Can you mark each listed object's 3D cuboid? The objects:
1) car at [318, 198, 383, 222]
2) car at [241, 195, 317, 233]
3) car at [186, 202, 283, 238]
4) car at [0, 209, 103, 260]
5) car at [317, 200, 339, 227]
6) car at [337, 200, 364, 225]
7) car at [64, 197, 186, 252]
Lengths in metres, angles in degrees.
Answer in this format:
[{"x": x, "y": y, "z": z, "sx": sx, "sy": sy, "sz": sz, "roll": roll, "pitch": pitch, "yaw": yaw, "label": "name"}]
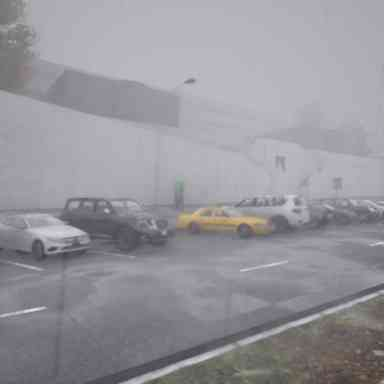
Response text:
[{"x": 11.299, "y": 1.246, "z": 24.662, "sx": 4.553, "sy": 1.767, "sz": 2.185, "roll": -1, "pitch": -1, "yaw": 35, "label": "car"}, {"x": 3.962, "y": 1.202, "z": 19.426, "sx": 5.566, "sy": 2.045, "sz": 2.435, "roll": -1, "pitch": 0, "yaw": 34, "label": "car"}, {"x": 1.696, "y": 1.465, "z": 17.565, "sx": 5.366, "sy": 1.575, "sz": 1.946, "roll": -1, "pitch": -1, "yaw": 34, "label": "car"}, {"x": -5.794, "y": 1.531, "z": 12.441, "sx": 4.674, "sy": 1.452, "sz": 2.002, "roll": -1, "pitch": -1, "yaw": 34, "label": "car"}, {"x": 6.408, "y": 1.460, "z": 21.166, "sx": 4.792, "sy": 1.488, "sz": 2.163, "roll": -1, "pitch": 0, "yaw": 35, "label": "car"}, {"x": 8.884, "y": 1.447, "z": 22.903, "sx": 4.674, "sy": 1.452, "sz": 2.002, "roll": -1, "pitch": -1, "yaw": 35, "label": "car"}, {"x": -3.320, "y": 1.241, "z": 14.171, "sx": 5.566, "sy": 2.045, "sz": 2.435, "roll": -1, "pitch": -1, "yaw": 35, "label": "car"}]
